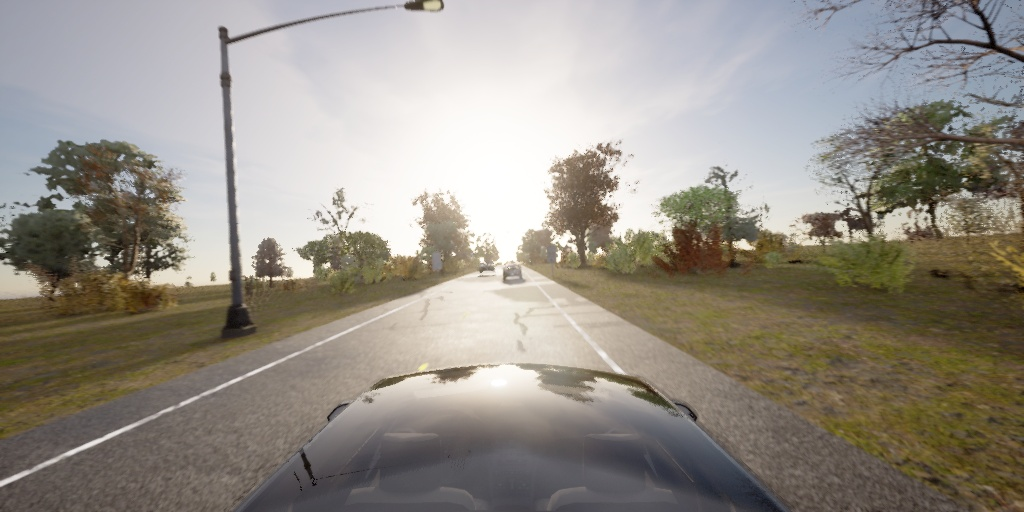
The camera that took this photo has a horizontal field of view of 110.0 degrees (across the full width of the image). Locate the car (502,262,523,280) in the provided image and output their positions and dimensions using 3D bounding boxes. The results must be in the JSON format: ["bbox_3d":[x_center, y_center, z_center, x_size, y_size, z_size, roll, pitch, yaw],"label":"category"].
[{"bbox_3d":[0.051,1.503,35.452,2.128,1.511,4.902,-3,0,0],"label":"car"}]

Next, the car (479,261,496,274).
[{"bbox_3d":[-3.464,1.430,50.257,2.097,1.767,4.553,-3,-1,0],"label":"car"}]
